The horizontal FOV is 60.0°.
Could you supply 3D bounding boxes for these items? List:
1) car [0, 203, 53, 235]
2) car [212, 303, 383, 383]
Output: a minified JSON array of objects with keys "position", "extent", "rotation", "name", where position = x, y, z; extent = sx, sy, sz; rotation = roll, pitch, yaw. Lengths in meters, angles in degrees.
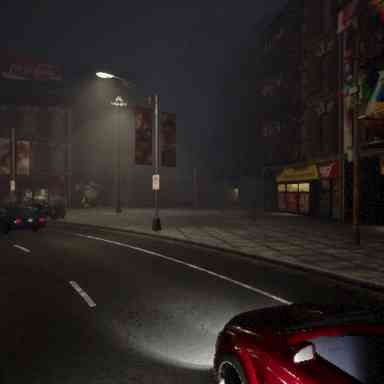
[{"position":[-10.450,1.547,19.048],"extent":[5.357,1.411,2.033],"rotation":[0,0,39],"name":"car"},{"position":[1.755,1.564,2.399],"extent":[1.994,1.385,4.181],"rotation":[0,0,-22],"name":"car"}]
